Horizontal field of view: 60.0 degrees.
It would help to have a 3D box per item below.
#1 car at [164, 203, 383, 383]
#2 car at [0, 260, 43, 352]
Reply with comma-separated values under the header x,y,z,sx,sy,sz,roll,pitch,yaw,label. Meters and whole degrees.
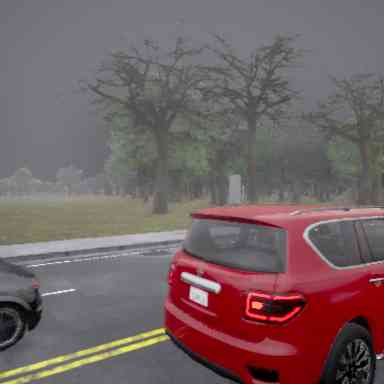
x,y,z,sx,sy,sz,roll,pitch,yaw,label
2.253,1.199,5.046,5.566,2.045,2.150,0,0,-36,car
-4.351,1.569,4.574,4.181,1.385,1.994,0,0,-35,car
